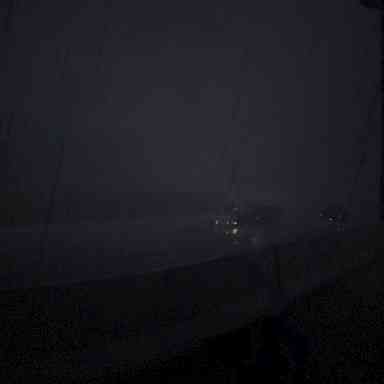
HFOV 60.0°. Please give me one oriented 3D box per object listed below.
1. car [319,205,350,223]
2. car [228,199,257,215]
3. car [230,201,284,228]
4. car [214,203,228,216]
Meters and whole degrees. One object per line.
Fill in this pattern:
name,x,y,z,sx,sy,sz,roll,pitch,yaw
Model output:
car,12.258,1.782,28.385,2.033,1.411,5.357,0,0,31
car,5.496,1.582,30.900,2.097,1.767,4.553,0,0,31
car,4.985,1.659,24.037,1.882,1.535,5.008,0,0,37
car,3.965,1.818,35.111,1.994,1.385,4.181,0,0,29
